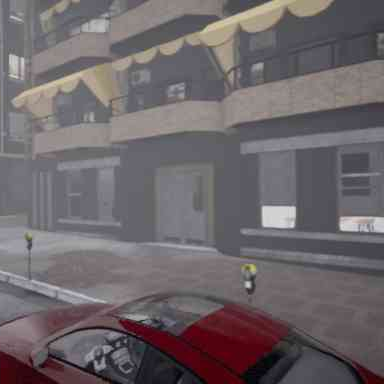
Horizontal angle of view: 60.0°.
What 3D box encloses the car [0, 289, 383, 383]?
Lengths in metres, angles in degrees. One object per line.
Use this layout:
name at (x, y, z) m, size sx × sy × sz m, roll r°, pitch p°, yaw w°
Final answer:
car at (-0.315, 1.570, 2.925) m, size 4.206 × 1.307 × 1.802 m, roll 0°, pitch -1°, yaw 36°
